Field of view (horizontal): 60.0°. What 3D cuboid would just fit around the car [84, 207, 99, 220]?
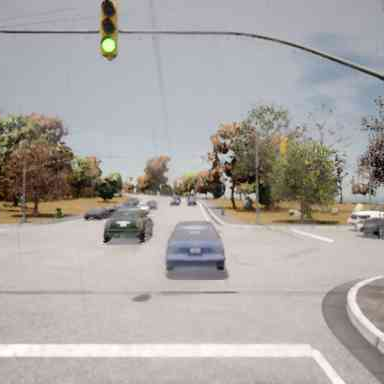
[{"bbox_3d":[-10.635,2.348,37.455,2.033,1.411,5.357,0,-1,-3],"label":"car"}]

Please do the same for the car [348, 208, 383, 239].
[{"bbox_3d":[12.121,1.872,19.408,4.902,1.511,2.128,0,-2,-1],"label":"car"}]

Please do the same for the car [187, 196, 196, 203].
[{"bbox_3d":[-0.101,1.650,77.782,1.994,1.385,4.181,0,1,-3],"label":"car"}]

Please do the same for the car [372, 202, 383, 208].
[{"bbox_3d":[13.770,1.695,22.938,5.566,2.045,2.150,0,-2,-2],"label":"car"}]

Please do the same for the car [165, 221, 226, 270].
[{"bbox_3d":[0.097,1.721,11.638,2.033,1.411,5.357,0,-2,0],"label":"car"}]

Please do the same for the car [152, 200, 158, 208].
[{"bbox_3d":[-7.017,2.226,57.826,1.837,1.490,4.892,0,1,0],"label":"car"}]

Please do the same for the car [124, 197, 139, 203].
[{"bbox_3d":[-10.506,1.937,58.085,2.150,2.045,5.566,0,1,0],"label":"car"}]

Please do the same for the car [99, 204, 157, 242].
[{"bbox_3d":[-3.402,1.710,18.592,2.097,1.767,4.553,0,-2,0],"label":"car"}]

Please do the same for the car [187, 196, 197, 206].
[{"bbox_3d":[-0.005,2.022,67.604,1.812,1.442,4.674,0,1,0],"label":"car"}]

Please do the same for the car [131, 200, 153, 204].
[{"bbox_3d":[-7.084,2.373,47.537,1.812,1.442,4.674,0,0,0],"label":"car"}]

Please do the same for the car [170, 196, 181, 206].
[{"bbox_3d":[-3.505,2.096,67.670,1.895,1.301,4.718,0,1,0],"label":"car"}]

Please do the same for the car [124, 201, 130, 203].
[{"bbox_3d":[-10.587,2.449,47.336,1.895,1.301,4.718,0,0,0],"label":"car"}]

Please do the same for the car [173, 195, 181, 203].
[{"bbox_3d":[-3.600,1.596,77.696,1.837,1.490,4.892,0,1,-3],"label":"car"}]
